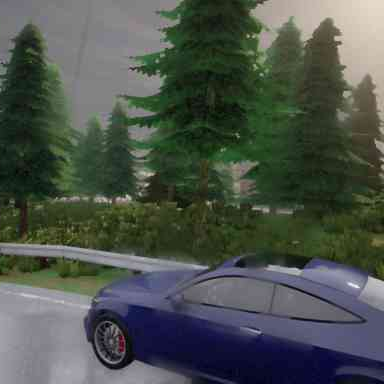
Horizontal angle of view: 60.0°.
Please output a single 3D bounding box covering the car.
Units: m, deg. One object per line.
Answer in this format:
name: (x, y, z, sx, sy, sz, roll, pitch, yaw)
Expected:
car: (0.770, 1.499, 4.089, 4.674, 1.442, 1.812, 1, 1, 31)
